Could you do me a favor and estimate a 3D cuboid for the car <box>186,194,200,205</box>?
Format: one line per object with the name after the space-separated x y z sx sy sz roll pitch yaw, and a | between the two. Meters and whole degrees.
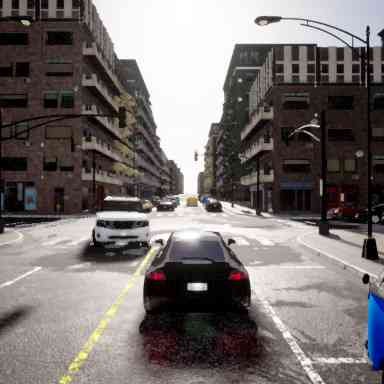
-0.006 1.502 58.591 1.882 1.535 5.008 0 0 0 | car

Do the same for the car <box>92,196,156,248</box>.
-3.195 1.226 15.274 2.150 2.045 5.566 1 0 -13 | car

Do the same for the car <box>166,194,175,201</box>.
-5.839 1.484 90.724 1.967 1.590 4.097 1 0 0 | car

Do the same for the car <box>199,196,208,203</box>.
2.569 1.615 73.810 1.802 1.307 4.206 1 0 0 | car

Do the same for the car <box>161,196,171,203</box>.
-5.810 1.578 73.795 1.887 1.381 4.507 1 0 0 | car

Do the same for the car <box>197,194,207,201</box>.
2.553 1.355 85.095 2.192 1.841 5.009 1 0 0 | car

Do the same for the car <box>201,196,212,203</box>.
2.620 1.569 45.598 2.008 1.369 4.403 1 0 0 | car

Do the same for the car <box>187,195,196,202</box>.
-0.146 1.562 80.485 2.128 1.511 4.902 0 0 0 | car

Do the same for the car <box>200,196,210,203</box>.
2.580 1.555 68.338 1.752 1.417 4.829 1 0 0 | car

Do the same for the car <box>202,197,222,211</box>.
2.631 1.581 39.955 1.947 1.339 4.313 1 0 0 | car

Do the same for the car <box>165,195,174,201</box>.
-5.831 1.591 85.080 2.008 1.369 4.403 1 0 0 | car

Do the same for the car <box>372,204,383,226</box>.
13.502 1.584 19.778 4.313 1.339 1.947 0 -1 1 | car

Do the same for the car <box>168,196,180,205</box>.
-3.178 1.503 60.028 1.882 1.535 5.008 0 0 0 | car

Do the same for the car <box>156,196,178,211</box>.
-3.173 1.580 40.934 1.994 1.385 4.181 0 0 0 | car

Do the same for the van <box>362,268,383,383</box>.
2.670 1.342 2.008 1.690 1.788 3.998 1 0 0 | van

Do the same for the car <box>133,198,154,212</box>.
-5.748 1.541 39.769 1.752 1.417 4.829 1 0 0 | car

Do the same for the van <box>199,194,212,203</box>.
2.604 1.365 56.882 1.690 1.788 3.998 1 0 0 | van

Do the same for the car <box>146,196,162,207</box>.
-5.768 1.461 51.225 1.967 1.590 4.097 1 0 0 | car

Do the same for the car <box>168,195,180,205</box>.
-3.186 1.498 49.651 1.882 1.535 5.008 0 0 0 | car

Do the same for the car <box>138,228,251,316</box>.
0.087 1.566 7.610 1.994 1.385 4.181 0 0 0 | car

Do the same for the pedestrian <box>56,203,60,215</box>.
-12.596 1.598 31.362 0.500 1.100 0.500 0 -1 1 | pedestrian

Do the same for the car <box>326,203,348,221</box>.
13.591 1.609 28.160 4.097 1.590 1.967 0 -1 1 | car

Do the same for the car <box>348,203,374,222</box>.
15.063 1.636 25.552 4.892 1.490 1.837 0 -1 0 | car
